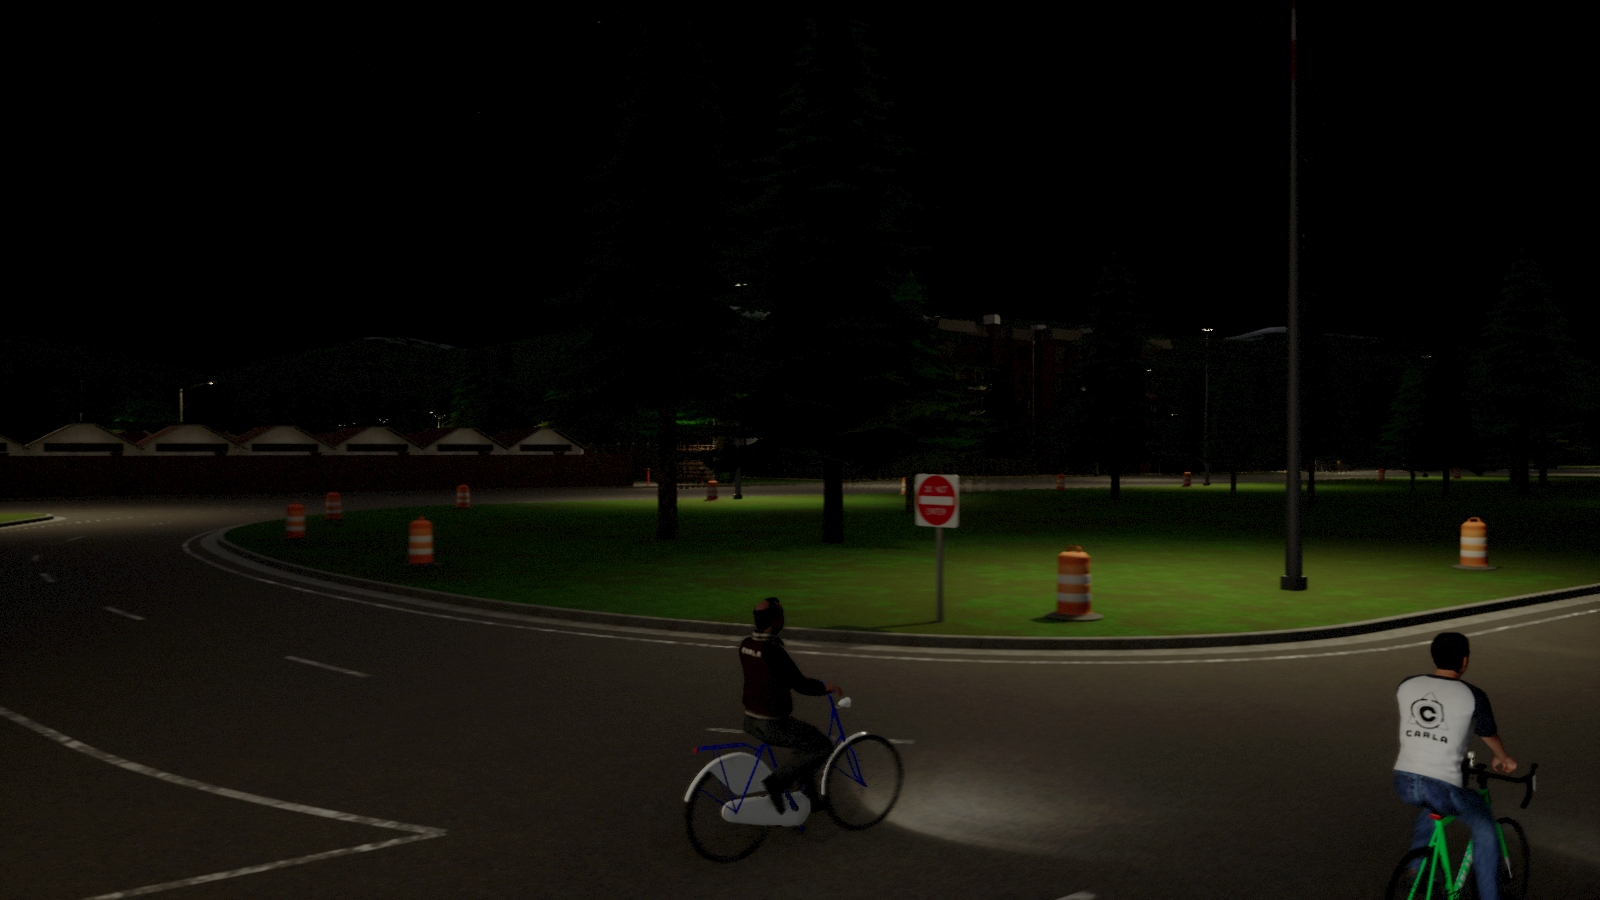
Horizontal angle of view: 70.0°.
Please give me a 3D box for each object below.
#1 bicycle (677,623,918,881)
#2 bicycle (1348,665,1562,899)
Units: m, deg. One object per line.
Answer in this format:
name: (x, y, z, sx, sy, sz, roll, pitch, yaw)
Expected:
bicycle: (0.023, 2.059, 8.083, 1.835, 1.471, 0.329, 0, 0, -35)
bicycle: (3.677, 2.055, 6.361, 1.643, 1.496, 0.373, 0, 0, -35)
